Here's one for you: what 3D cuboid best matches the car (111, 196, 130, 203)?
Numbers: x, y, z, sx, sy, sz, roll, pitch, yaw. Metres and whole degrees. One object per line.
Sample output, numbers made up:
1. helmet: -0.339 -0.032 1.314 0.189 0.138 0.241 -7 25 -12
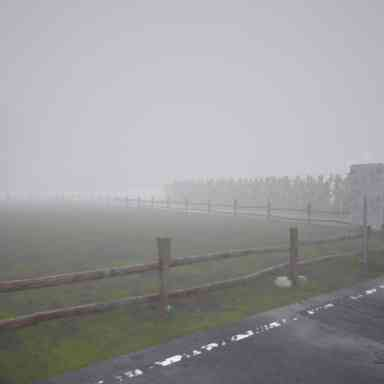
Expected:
1. car: -13.285 1.331 61.564 1.895 1.301 4.718 1 0 -35
